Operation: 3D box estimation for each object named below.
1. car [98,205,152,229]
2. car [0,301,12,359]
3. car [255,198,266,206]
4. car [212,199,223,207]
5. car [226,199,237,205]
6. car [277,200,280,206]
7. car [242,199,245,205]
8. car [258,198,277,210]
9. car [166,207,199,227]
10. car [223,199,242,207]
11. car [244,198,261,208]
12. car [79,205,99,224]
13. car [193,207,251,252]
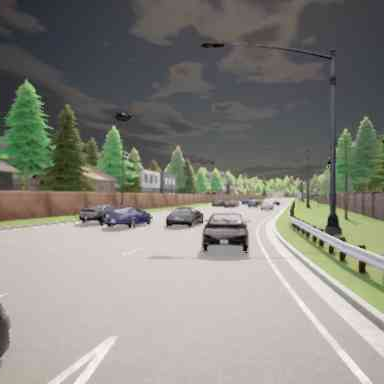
[{"bbox_3d":[-4.471,1.772,23.976,1.812,1.442,4.674,0,-1,17],"label":"car"},{"bbox_3d":[-3.811,1.520,2.601,1.837,1.490,4.892,0,-1,17],"label":"car"},{"bbox_3d":[16.513,2.295,79.763,2.097,1.767,4.553,0,-1,17],"label":"car"},{"bbox_3d":[5.470,2.253,67.550,2.128,1.511,4.902,0,-1,17],"label":"car"},{"bbox_3d":[9.839,2.462,81.877,1.812,1.442,4.674,0,-1,17],"label":"car"},{"bbox_3d":[19.871,2.538,78.775,1.895,1.301,4.718,0,-1,17],"label":"car"},{"bbox_3d":[13.056,2.412,80.436,1.882,1.535,5.008,0,-1,17],"label":"car"},{"bbox_3d":[12.374,2.172,54.436,1.812,1.442,4.674,0,-1,17],"label":"car"},{"bbox_3d":[-0.439,1.839,25.137,1.994,1.385,4.181,0,-1,17],"label":"car"},{"bbox_3d":[7.739,2.323,63.072,1.895,1.301,4.718,0,-1,17],"label":"car"},{"bbox_3d":[12.152,2.256,65.462,2.128,1.511,4.902,0,-1,17],"label":"car"},{"bbox_3d":[-7.164,1.762,27.087,2.128,1.511,4.902,0,-1,17],"label":"car"},{"bbox_3d":[1.553,1.661,14.771,2.128,1.511,4.902,0,-1,8],"label":"car"}]
